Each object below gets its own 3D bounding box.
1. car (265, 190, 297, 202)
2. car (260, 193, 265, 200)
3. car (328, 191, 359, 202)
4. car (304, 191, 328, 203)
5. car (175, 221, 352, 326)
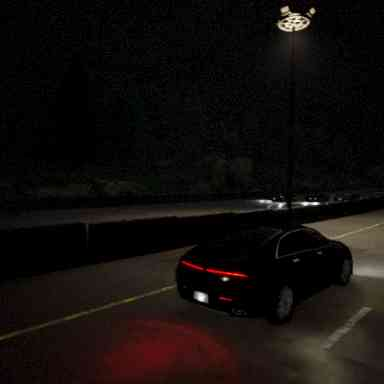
[{"bbox_3d":[12.103,0.542,43.987,1.837,1.490,4.892,2,2,43],"label":"car"},{"bbox_3d":[12.107,0.433,49.089,2.033,1.411,5.357,2,2,43],"label":"car"},{"bbox_3d":[19.274,0.604,41.389,2.128,1.511,4.902,2,2,43],"label":"car"},{"bbox_3d":[16.276,0.620,43.314,1.994,1.385,4.181,2,2,43],"label":"car"},{"bbox_3d":[1.794,1.384,6.996,1.837,1.490,4.892,2,1,43],"label":"car"}]
